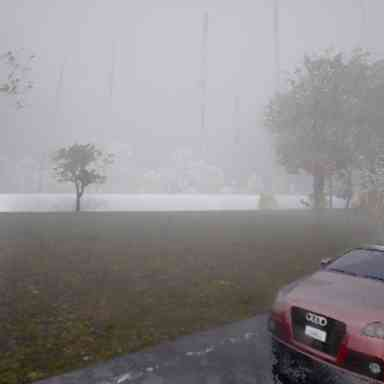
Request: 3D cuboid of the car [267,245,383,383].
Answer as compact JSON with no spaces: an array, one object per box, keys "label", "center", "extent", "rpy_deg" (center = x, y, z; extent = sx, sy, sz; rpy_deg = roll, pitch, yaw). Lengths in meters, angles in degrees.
[{"label":"car","center":[3.174,1.607,5.335],"extent":[4.181,1.385,1.994],"rpy_deg":[1,0,-35]}]
